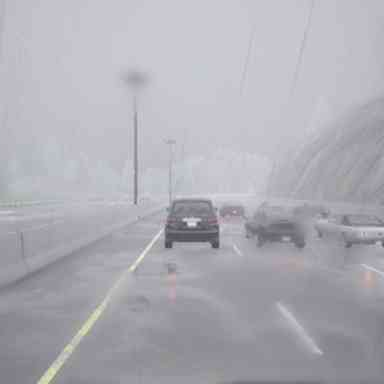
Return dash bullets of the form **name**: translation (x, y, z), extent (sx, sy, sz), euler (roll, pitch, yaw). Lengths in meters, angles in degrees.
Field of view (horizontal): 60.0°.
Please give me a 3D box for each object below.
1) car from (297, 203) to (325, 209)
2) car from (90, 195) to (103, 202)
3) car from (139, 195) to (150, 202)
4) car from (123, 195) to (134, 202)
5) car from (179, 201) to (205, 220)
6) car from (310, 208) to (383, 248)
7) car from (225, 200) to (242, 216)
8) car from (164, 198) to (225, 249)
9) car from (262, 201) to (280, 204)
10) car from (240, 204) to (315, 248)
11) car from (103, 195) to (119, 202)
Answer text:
- **car**: translation (10.500, 1.614, 29.680), extent (1.895, 1.301, 4.718), euler (0, 0, 0)
- **car**: translation (-21.000, 1.440, 73.732), extent (1.882, 1.535, 5.008), euler (0, 0, 0)
- **car**: translation (-10.500, 1.462, 73.732), extent (1.837, 1.490, 4.892), euler (0, 0, 0)
- **car**: translation (-14.000, 1.486, 73.732), extent (1.812, 1.442, 4.674), euler (0, 0, 0)
- **car**: translation (0.000, 1.561, 29.650), extent (2.033, 1.411, 5.357), euler (0, 0, 0)
- **car**: translation (7.000, 1.614, 14.680), extent (1.895, 1.301, 4.718), euler (0, 0, 0)
- **car**: translation (3.500, 1.482, 29.650), extent (1.882, 1.535, 5.008), euler (0, 0, 0)
- **car**: translation (0.000, 1.255, 14.680), extent (2.150, 2.045, 5.566), euler (0, 0, 0)
- **car**: translation (7.000, 1.531, 29.650), extent (1.812, 1.442, 4.674), euler (0, 0, 0)
- **car**: translation (3.500, 1.514, 14.650), extent (1.837, 1.490, 4.892), euler (0, 0, 0)
- **car**: translation (-17.500, 1.487, 73.732), extent (2.128, 1.511, 4.902), euler (0, 0, 0)
